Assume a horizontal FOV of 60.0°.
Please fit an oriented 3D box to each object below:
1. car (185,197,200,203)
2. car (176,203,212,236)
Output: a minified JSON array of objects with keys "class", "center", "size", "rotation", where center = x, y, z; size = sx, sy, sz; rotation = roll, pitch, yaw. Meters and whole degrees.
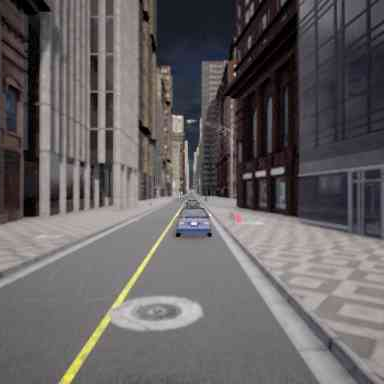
[{"class":"car","center":[0.093,1.499,46.923],"size":[2.128,1.511,4.902],"rotation":[0,0,0]},{"class":"car","center":[0.098,1.551,18.391],"size":[2.033,1.411,5.357],"rotation":[0,0,0]}]
